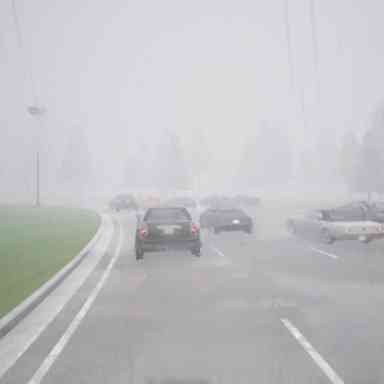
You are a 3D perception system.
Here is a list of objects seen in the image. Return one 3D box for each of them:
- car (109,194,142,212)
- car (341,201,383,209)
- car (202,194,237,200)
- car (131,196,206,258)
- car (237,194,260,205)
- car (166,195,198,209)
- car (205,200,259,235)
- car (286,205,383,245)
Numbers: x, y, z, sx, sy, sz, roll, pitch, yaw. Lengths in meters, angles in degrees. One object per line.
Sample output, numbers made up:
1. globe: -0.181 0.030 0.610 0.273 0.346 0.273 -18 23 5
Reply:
1. car: -6.847 0.979 32.850 2.097 1.767 4.553 -1 1 -25
2. car: 8.778 1.198 17.406 2.128 1.511 4.902 0 1 -11
3. car: 2.520 0.986 37.545 2.128 1.511 4.902 -1 1 -26
4. car: -1.020 1.199 12.337 2.097 1.767 4.553 -1 1 -8
5. car: 5.932 0.933 38.630 1.882 1.535 5.008 -1 1 -24
6. car: -1.197 1.093 37.090 1.994 1.385 4.181 -1 1 -28
7. car: 1.644 1.325 17.419 1.994 1.385 4.181 -1 1 -12
8. car: 5.851 1.370 14.338 1.895 1.301 4.718 -1 1 -10
